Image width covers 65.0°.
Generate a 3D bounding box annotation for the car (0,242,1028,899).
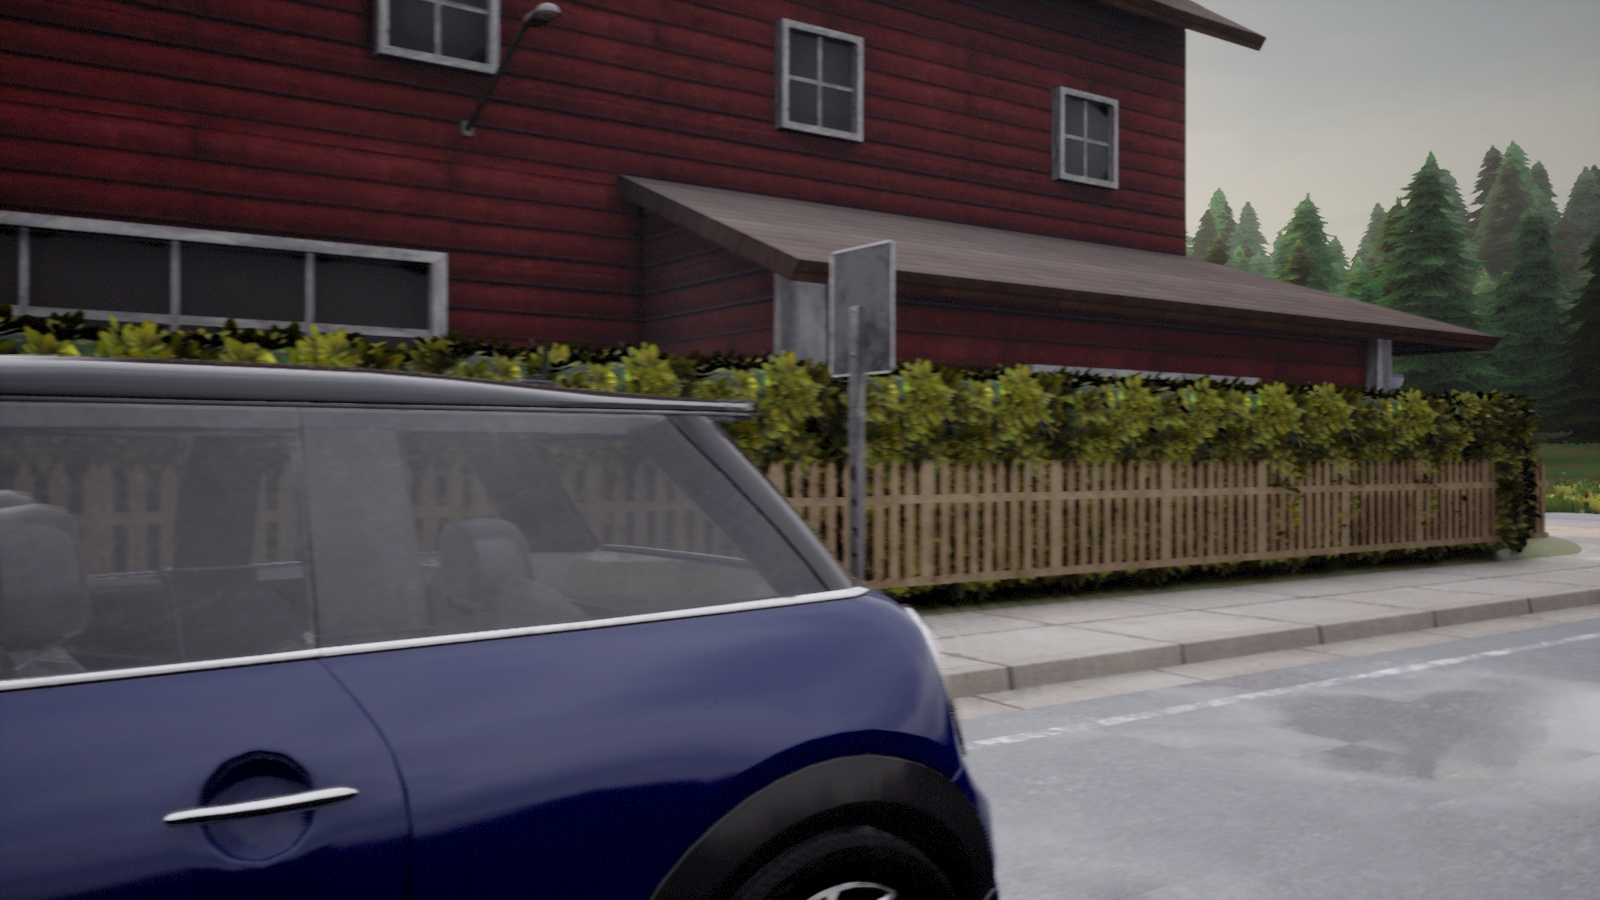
[{"bbox_3d":[-1.973,0.613,2.286,4.553,1.767,2.097,0,0,-35],"label":"car"}]
